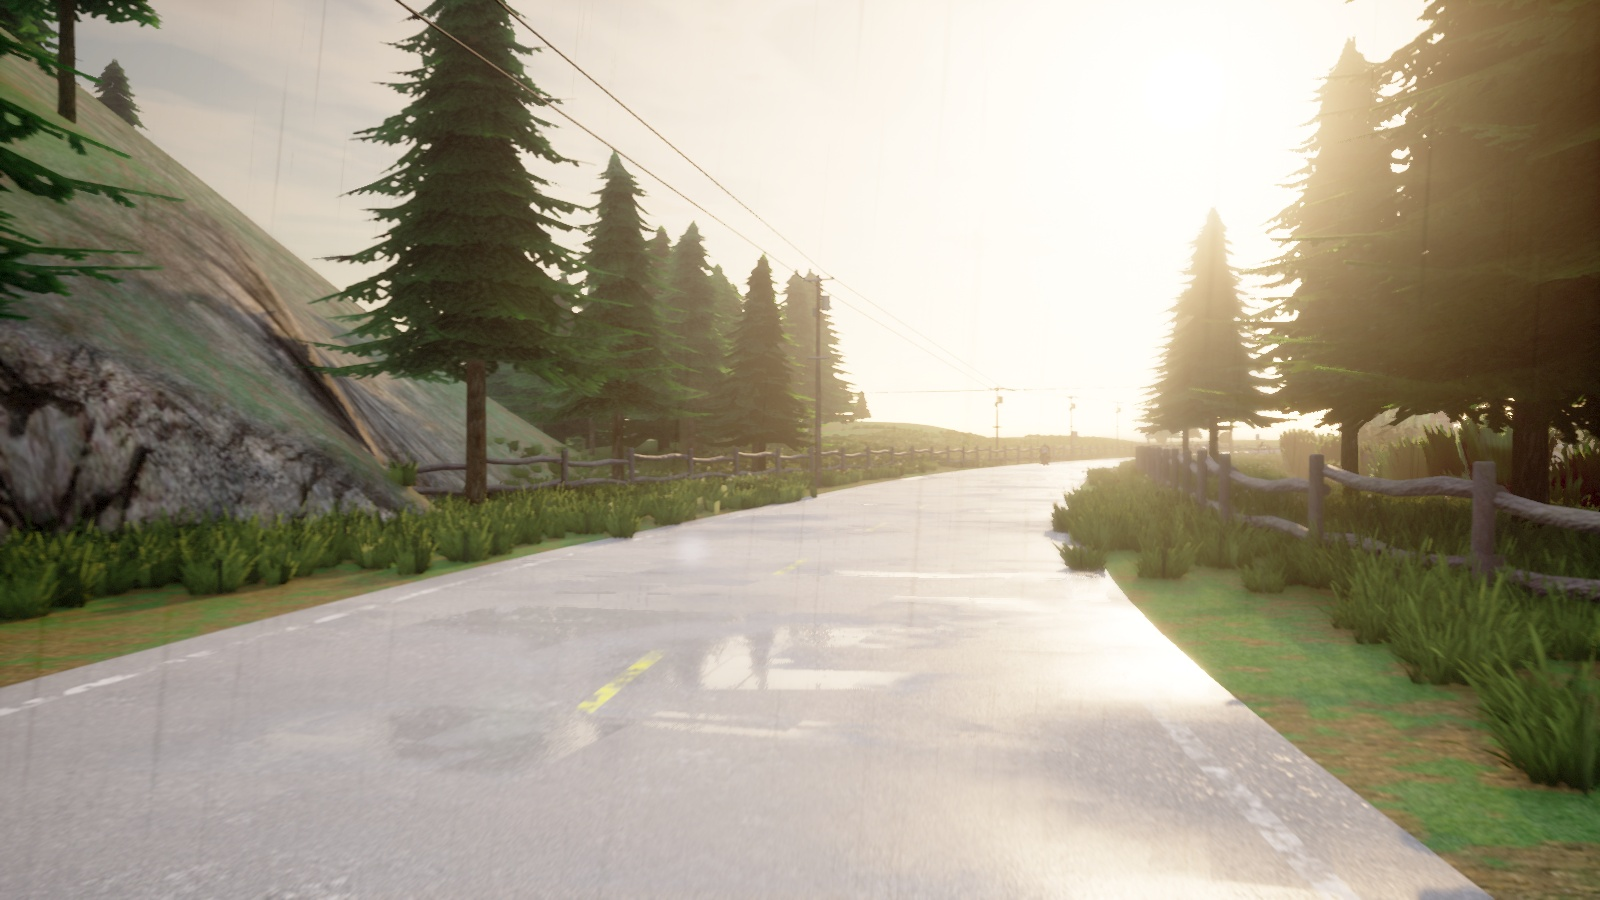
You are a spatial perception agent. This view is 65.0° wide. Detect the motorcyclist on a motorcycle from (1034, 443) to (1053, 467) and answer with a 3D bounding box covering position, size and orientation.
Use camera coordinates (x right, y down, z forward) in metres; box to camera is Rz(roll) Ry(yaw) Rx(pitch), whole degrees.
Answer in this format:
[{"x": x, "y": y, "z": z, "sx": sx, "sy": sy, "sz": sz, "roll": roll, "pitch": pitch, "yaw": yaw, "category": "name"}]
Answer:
[{"x": 16.007, "y": 0.339, "z": 82.399, "sx": 0.866, "sy": 1.530, "sz": 2.191, "roll": 0, "pitch": 0, "yaw": 21, "category": "motorcyclist on a motorcycle"}]
